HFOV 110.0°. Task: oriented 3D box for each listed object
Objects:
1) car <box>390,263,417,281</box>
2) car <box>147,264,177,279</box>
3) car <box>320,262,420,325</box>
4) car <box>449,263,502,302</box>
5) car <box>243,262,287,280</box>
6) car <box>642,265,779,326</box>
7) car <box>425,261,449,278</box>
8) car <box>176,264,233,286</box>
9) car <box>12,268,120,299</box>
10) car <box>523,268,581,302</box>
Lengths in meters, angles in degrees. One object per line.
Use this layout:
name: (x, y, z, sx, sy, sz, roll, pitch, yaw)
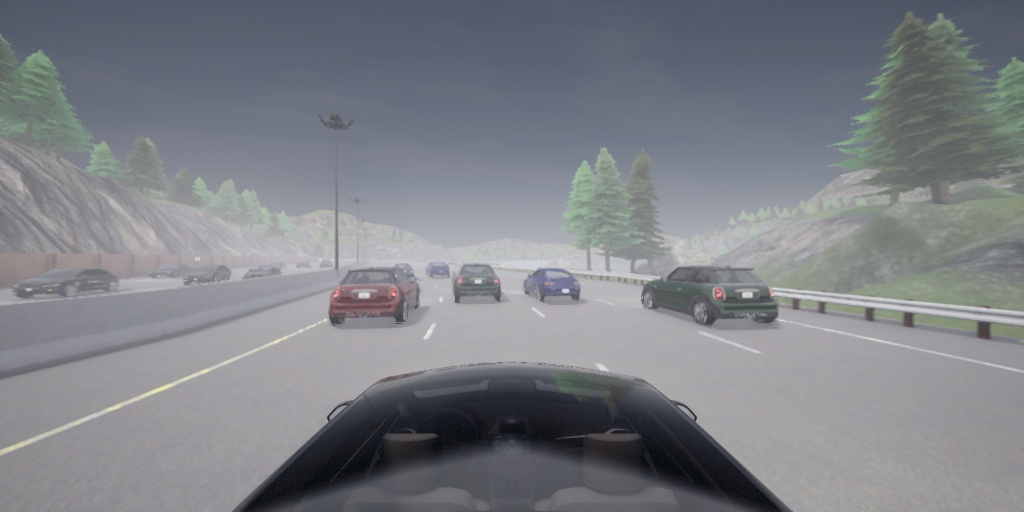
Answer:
car: (-10.031, 1.383, 32.791, 2.033, 1.411, 5.357, 0, 0, -21)
car: (-33.961, 1.512, 35.975, 2.033, 1.411, 5.357, 0, 0, -21)
car: (-4.437, 1.137, 12.253, 2.097, 1.767, 4.553, 0, 0, -7)
car: (-1.837, 1.129, 17.526, 2.097, 1.767, 4.553, 0, 0, -11)
car: (-19.989, 1.448, 28.961, 1.994, 1.385, 4.181, 0, 0, -21)
car: (6.142, 1.081, 11.817, 2.097, 1.767, 4.553, 0, 0, -6)
car: (-7.489, 1.304, 35.851, 1.882, 1.535, 5.008, 0, 0, -21)
car: (-23.190, 1.404, 27.539, 1.837, 1.490, 4.892, 0, 0, -21)
car: (-24.100, 1.402, 19.660, 1.837, 1.490, 4.892, 0, -1, -18)
car: (1.806, 1.283, 17.138, 1.812, 1.442, 4.674, 0, 0, -11)
